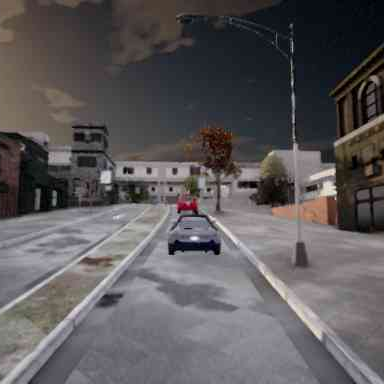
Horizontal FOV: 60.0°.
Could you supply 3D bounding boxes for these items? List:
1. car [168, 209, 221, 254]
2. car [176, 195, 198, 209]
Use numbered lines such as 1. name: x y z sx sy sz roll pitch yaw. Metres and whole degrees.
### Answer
1. car: 0.074 1.607 13.705 1.994 1.385 4.181 0 0 0
2. car: -0.545 1.331 36.826 2.150 2.045 5.566 0 0 -3
